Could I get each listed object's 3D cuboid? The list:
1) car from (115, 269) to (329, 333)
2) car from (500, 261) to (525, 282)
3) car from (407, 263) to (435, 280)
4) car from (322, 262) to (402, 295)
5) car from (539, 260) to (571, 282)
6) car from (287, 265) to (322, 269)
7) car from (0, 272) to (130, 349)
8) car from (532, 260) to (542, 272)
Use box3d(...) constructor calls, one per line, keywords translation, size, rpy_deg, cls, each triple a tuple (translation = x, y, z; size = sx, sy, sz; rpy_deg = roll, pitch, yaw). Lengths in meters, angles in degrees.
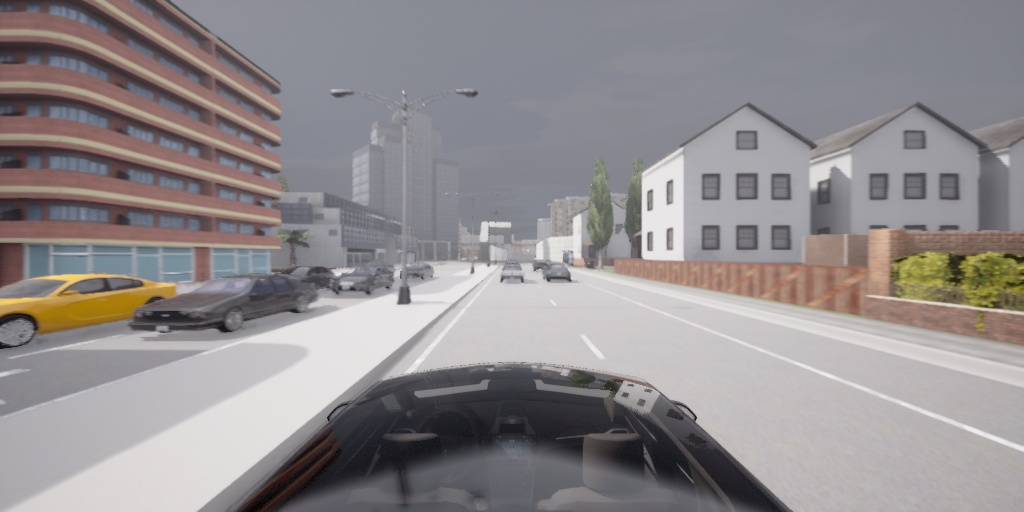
box3d(translation=(-8.088, 1.291, 10.952), size=(2.033, 1.411, 5.357), rpy_deg=(0, 0, 0), cls="car")
box3d(translation=(0.027, 1.329, 28.507), size=(1.895, 1.301, 4.718), rpy_deg=(0, 0, 0), cls="car")
box3d(translation=(-7.999, 1.287, 30.937), size=(2.033, 1.411, 5.357), rpy_deg=(0, 0, 0), cls="car")
box3d(translation=(-7.999, 1.258, 19.737), size=(2.128, 1.511, 4.902), rpy_deg=(0, 0, 0), cls="car")
box3d(translation=(3.533, 1.292, 28.761), size=(1.994, 1.385, 4.181), rpy_deg=(0, 0, 0), cls="car")
box3d(translation=(-11.499, 1.284, 19.737), size=(1.837, 1.490, 4.892), rpy_deg=(0, 0, 0), cls="car")
box3d(translation=(-11.590, 1.222, 9.329), size=(1.882, 1.535, 5.008), rpy_deg=(0, 0, 0), cls="car")
box3d(translation=(3.578, 1.220, 46.046), size=(1.837, 1.490, 4.892), rpy_deg=(0, 1, 0), cls="car")
